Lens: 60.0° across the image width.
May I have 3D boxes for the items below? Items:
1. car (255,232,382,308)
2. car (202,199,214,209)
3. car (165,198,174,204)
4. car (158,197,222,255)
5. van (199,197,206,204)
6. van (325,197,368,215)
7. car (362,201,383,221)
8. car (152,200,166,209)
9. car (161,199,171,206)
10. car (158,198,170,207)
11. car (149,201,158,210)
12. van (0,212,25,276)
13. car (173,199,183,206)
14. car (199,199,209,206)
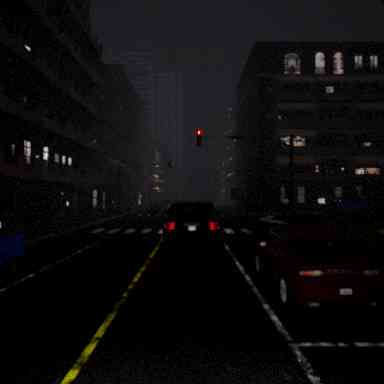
[{"bbox_3d":[2.685,1.621,8.029,1.887,1.381,4.507,0,-1,0],"label":"car"},{"bbox_3d":[2.700,1.995,57.027,1.967,1.590,4.097,-1,-1,0],"label":"car"},{"bbox_3d":[-5.671,2.364,84.502,1.752,1.417,4.829,-1,-1,0],"label":"car"},{"bbox_3d":[0.005,1.349,14.014,2.150,2.045,5.566,0,0,0],"label":"car"},{"bbox_3d":[2.707,2.182,84.666,1.690,1.788,3.998,-1,-1,0],"label":"van"},{"bbox_3d":[15.652,1.354,33.600,3.998,1.788,1.690,-1,1,-1],"label":"van"},{"bbox_3d":[15.771,1.569,25.224,4.313,1.339,1.947,-1,1,-1],"label":"car"},{"bbox_3d":[-5.679,2.121,57.033,1.947,1.339,4.313,0,-1,0],"label":"car"},{"bbox_3d":[-5.675,2.307,73.616,1.802,1.307,4.206,-1,-1,0],"label":"car"},{"bbox_3d":[-5.677,2.108,68.090,1.967,1.590,4.097,-1,-1,0],"label":"car"},{"bbox_3d":[-5.681,2.049,51.506,2.008,1.369,4.403,0,-1,0],"label":"car"},{"bbox_3d":[-5.696,1.417,8.034,1.690,1.788,3.998,0,-1,0],"label":"van"},{"bbox_3d":[-2.978,2.267,72.939,1.994,1.385,4.181,0,-1,0],"label":"car"},{"bbox_3d":[2.706,2.276,73.608,2.008,1.369,4.403,-1,-1,0],"label":"car"}]
